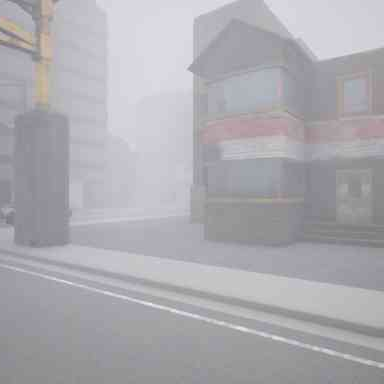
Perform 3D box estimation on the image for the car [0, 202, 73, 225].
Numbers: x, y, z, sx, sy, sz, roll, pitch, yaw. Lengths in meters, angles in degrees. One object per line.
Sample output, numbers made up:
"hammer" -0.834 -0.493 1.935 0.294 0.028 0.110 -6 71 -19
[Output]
"car" -10.732 1.453 23.536 2.038 1.542 4.974 0 0 16
